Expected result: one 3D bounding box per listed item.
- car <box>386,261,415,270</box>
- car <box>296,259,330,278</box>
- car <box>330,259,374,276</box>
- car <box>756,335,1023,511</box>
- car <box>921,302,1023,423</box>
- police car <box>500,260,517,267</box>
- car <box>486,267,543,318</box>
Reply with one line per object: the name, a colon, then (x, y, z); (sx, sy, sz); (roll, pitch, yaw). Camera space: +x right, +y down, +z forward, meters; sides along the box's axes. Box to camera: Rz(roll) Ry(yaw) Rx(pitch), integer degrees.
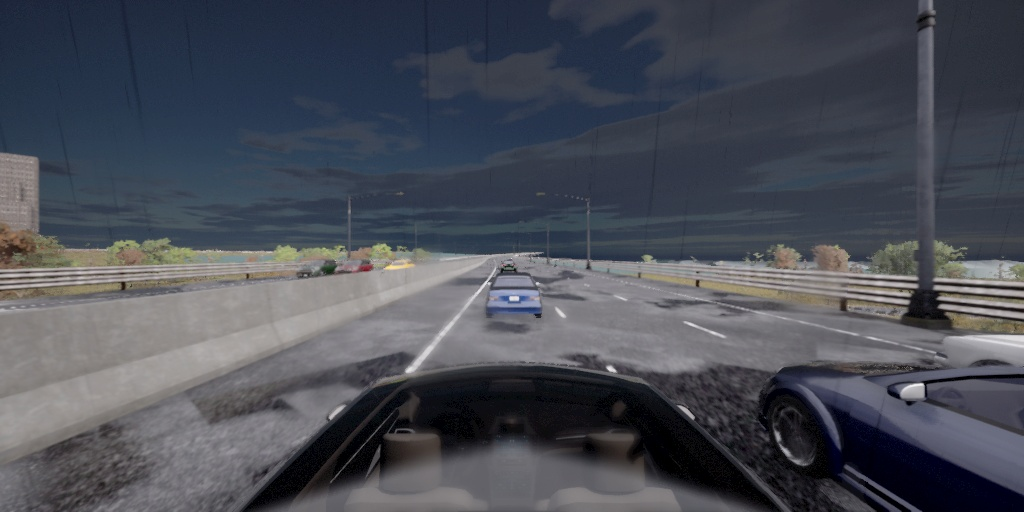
car: (-10.943, 1.214, 35.452); (1.882, 1.535, 5.008); (0, 0, -1)
car: (-17.904, 1.091, 33.290); (2.097, 1.767, 4.553); (0, 0, -1)
car: (-14.398, 1.091, 32.997); (2.097, 1.767, 4.553); (0, 0, -1)
car: (3.591, 1.313, 2.083); (1.994, 1.385, 4.181); (0, 0, 0)
car: (7.094, 1.350, 3.031); (1.895, 1.301, 4.718); (0, 0, 0)
police car: (-0.428, 1.232, 43.669); (2.038, 1.542, 4.974); (0, 0, -1)
car: (0.053, 1.296, 13.018); (2.033, 1.411, 5.357); (0, 0, 0)
